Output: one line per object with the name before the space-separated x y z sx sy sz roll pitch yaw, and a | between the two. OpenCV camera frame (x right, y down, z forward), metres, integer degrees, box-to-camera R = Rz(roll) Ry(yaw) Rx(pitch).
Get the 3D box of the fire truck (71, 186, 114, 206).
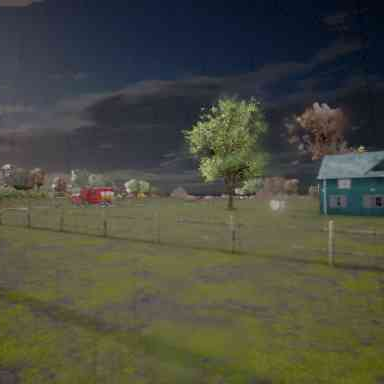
fire truck | -19.409 0.836 65.498 2.891 3.827 8.468 -1 -1 36
